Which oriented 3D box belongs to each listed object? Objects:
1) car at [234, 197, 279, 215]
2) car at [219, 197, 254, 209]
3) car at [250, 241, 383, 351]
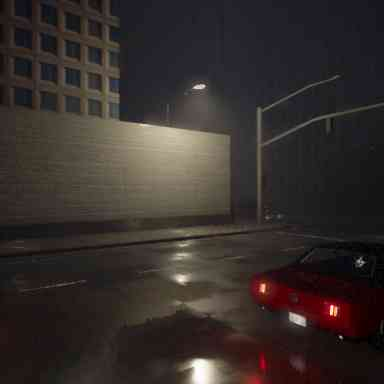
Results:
[{"bbox_3d":[6.800,1.407,34.659,2.097,1.767,4.553,0,0,-35],"label":"car"},{"bbox_3d":[6.332,1.546,47.750,2.128,1.511,4.902,0,0,-36],"label":"car"},{"bbox_3d":[3.389,1.601,6.200,4.718,1.301,1.895,0,0,-35],"label":"car"}]
